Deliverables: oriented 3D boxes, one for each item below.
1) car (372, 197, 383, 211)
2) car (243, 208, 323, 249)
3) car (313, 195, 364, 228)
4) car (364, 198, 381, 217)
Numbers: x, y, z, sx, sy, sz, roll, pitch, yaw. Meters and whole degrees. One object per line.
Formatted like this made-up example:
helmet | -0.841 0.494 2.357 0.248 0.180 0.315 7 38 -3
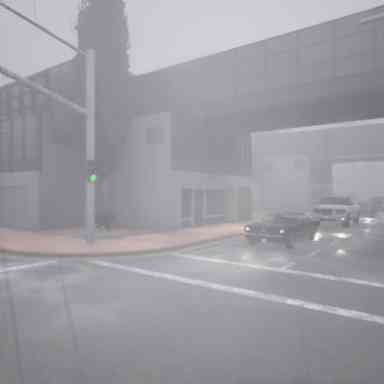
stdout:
car | 21.948 1.344 39.138 2.097 1.767 4.553 0 0 37
car | 4.117 1.593 14.898 1.895 1.301 4.718 0 0 36
car | 9.969 1.214 22.885 2.150 2.045 5.566 0 0 36
car | 15.900 1.556 30.960 1.994 1.385 4.181 0 0 36
